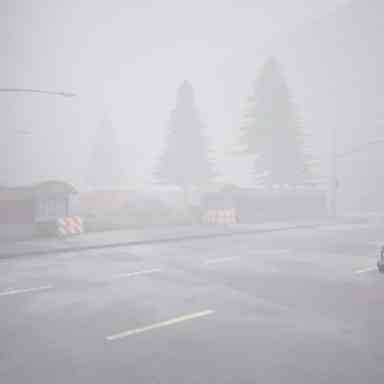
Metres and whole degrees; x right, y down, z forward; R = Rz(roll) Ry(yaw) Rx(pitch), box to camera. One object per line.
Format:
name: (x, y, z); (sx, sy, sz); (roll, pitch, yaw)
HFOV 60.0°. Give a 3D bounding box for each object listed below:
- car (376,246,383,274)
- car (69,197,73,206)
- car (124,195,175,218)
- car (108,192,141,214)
car: (7.022, 1.555, 8.850); (5.357, 1.411, 2.033); (0, 0, -35)
car: (-20.557, 1.405, 51.250); (4.193, 1.474, 1.816); (0, 0, -35)
car: (-3.435, 1.351, 28.660); (3.988, 1.617, 1.851); (0, 0, -35)
car: (-5.466, 1.183, 32.707); (4.605, 1.855, 1.932); (0, 0, -35)
